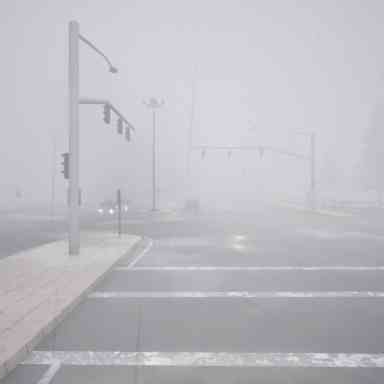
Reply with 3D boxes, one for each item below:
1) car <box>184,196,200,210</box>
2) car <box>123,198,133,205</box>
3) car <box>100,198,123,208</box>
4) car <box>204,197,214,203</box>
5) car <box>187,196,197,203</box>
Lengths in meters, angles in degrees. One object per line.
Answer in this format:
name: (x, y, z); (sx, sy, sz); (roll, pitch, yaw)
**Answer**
car: (-0.029, 1.526, 43.519); (1.812, 1.442, 4.674); (0, 0, 0)
car: (-11.568, 1.601, 57.168); (1.895, 1.301, 4.718); (0, 0, 0)
car: (-11.572, 1.601, 47.180); (1.895, 1.301, 4.718); (0, 0, 1)
car: (3.455, 1.601, 68.987); (1.895, 1.301, 4.718); (0, 0, 0)
car: (-0.045, 1.564, 68.954); (1.994, 1.385, 4.181); (0, 0, 0)
